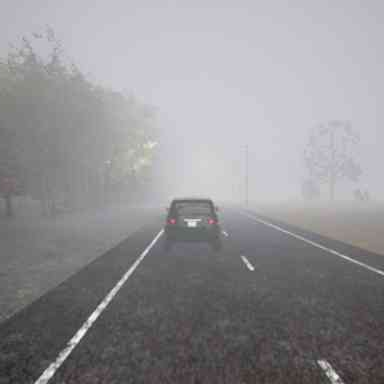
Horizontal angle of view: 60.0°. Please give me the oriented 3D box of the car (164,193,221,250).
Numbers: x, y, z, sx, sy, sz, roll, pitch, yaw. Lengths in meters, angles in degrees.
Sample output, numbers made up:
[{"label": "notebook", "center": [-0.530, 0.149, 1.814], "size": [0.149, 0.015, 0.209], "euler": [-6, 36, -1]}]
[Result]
[{"label": "car", "center": [0.021, 1.223, 14.422], "size": [2.150, 2.045, 5.566], "euler": [0, 0, 0]}]

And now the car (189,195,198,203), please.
[{"label": "car", "center": [0.322, 1.460, 72.016], "size": [1.837, 1.490, 4.892], "euler": [0, 0, 0]}]

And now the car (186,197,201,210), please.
[{"label": "car", "center": [0.175, 1.494, 44.373], "size": [1.837, 1.490, 4.892], "euler": [0, 0, 0]}]
